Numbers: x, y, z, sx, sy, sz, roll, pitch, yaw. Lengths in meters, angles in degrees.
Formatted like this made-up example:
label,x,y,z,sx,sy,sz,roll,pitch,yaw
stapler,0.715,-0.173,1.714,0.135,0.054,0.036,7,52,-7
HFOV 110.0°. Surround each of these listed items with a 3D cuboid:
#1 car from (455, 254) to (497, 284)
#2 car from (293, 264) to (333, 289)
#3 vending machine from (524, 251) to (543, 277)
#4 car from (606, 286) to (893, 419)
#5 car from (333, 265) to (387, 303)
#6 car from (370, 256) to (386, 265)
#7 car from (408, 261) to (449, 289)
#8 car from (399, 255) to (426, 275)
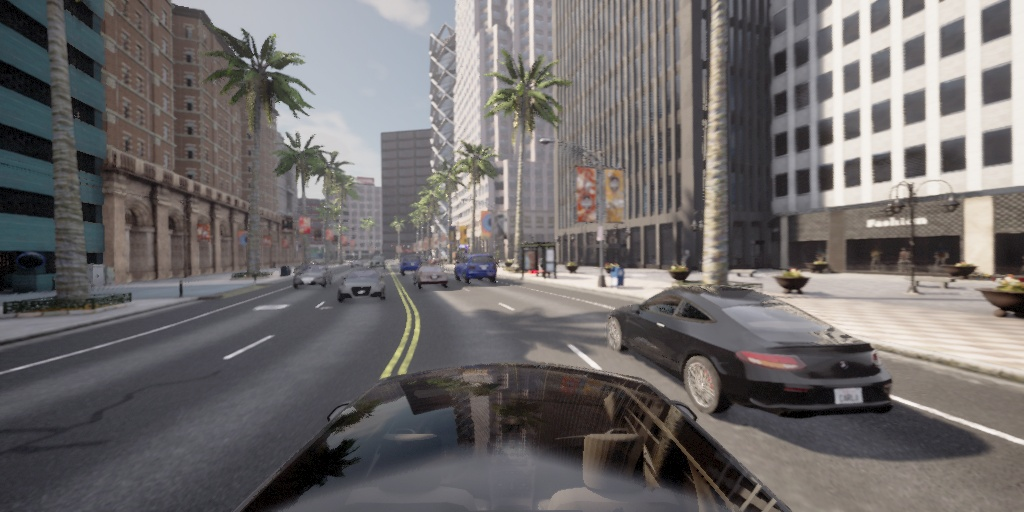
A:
label,x,y,z,sx,sy,sz,roll,pitch,yaw
car,-2.762,0.909,26.499,2.150,2.045,5.566,-1,0,-19
car,-13.245,1.325,24.097,2.128,1.511,4.902,-1,0,-20
vending machine,2.039,0.788,34.791,1.100,2.100,0.880,0,0,-20
car,3.116,1.219,5.856,1.812,1.442,4.674,-1,0,-6
car,-7.068,1.345,17.171,1.994,1.385,4.181,-1,0,-19
car,-20.730,1.028,55.537,2.150,2.045,5.566,-1,0,-19
car,-5.387,1.281,23.446,2.033,1.411,5.357,-1,0,-19
car,-11.177,0.966,39.670,2.150,2.045,5.566,-1,0,-20
